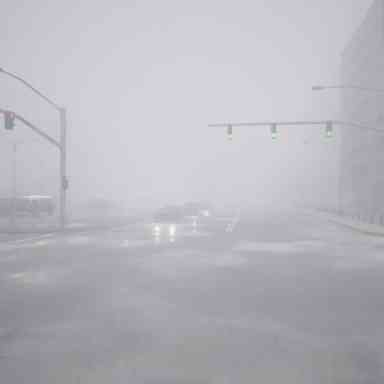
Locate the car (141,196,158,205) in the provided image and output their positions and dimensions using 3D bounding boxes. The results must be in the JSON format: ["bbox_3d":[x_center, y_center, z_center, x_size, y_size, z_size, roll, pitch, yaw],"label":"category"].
[{"bbox_3d":[-8.659,1.870,70.996,1.932,1.855,4.605,0,-1,10],"label":"car"}]

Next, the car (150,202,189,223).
[{"bbox_3d":[-1.828,1.862,28.540,1.994,1.385,4.181,0,-1,10],"label":"car"}]

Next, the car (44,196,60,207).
[{"bbox_3d":[-30.832,1.911,74.921,1.905,1.878,3.866,0,-1,10],"label":"car"}]

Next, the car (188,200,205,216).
[{"bbox_3d":[-0.076,1.903,38.674,1.837,1.490,4.892,0,-1,10],"label":"car"}]

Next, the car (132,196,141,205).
[{"bbox_3d":[-11.500,1.878,71.552,1.905,1.878,3.866,0,-1,10],"label":"car"}]

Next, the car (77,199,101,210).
[{"bbox_3d":[-17.196,1.953,54.818,1.970,1.475,3.806,0,-1,10],"label":"car"}]

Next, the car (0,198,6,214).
[{"bbox_3d":[-25.498,1.816,40.947,1.970,1.475,3.806,0,-1,10],"label":"car"}]

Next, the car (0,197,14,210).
[{"bbox_3d":[-33.853,1.738,57.664,1.932,1.855,4.605,0,-1,10],"label":"car"}]

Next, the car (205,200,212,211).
[{"bbox_3d":[1.971,2.006,50.482,2.128,1.511,4.902,0,-1,10],"label":"car"}]
